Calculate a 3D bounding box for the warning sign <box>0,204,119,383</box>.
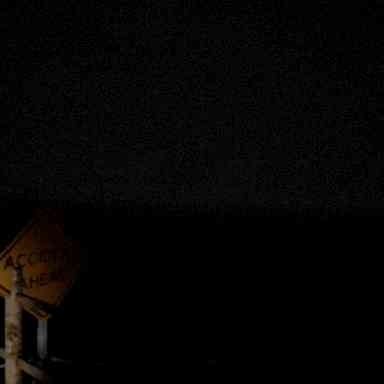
[{"bbox_3d":[-1.701,1.101,3.801,1.060,1.860,1.300,0,0,36],"label":"warning sign"}]
